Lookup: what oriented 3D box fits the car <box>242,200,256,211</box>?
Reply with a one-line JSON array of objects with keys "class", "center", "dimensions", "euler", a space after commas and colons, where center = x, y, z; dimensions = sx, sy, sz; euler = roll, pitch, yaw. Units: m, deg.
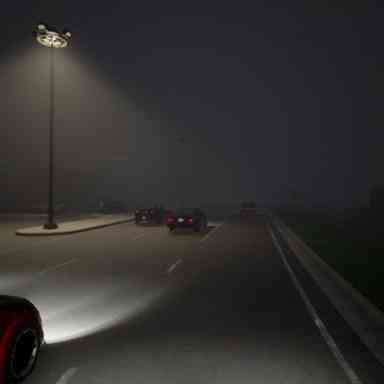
[{"class": "car", "center": [8.409, 1.929, 49.149], "dimensions": [1.994, 1.385, 4.181], "euler": [0, 0, 10]}]

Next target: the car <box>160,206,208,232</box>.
[{"class": "car", "center": [-0.196, 1.690, 21.509], "dimensions": [2.033, 1.411, 5.357], "euler": [0, 0, 11]}]

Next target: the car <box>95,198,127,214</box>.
[{"class": "car", "center": [-8.912, 1.719, 38.343], "dimensions": [1.837, 1.490, 4.892], "euler": [0, -1, 11]}]

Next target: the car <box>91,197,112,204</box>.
[{"class": "car", "center": [-11.460, 1.390, 43.511], "dimensions": [1.837, 1.490, 4.892], "euler": [0, 0, 11]}]

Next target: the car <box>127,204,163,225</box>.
[{"class": "car", "center": [-2.942, 1.650, 25.839], "dimensions": [2.128, 1.511, 4.902], "euler": [0, 0, 10]}]

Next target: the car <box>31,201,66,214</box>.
[{"class": "car", "center": [-16.144, 1.702, 37.811], "dimensions": [1.812, 1.442, 4.674], "euler": [0, -1, 11]}]

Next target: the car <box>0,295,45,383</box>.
[{"class": "car", "center": [-3.064, 1.569, 2.816], "dimensions": [1.994, 1.385, 4.181], "euler": [0, 0, 4]}]

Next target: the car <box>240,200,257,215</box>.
[{"class": "car", "center": [6.329, 1.825, 37.444], "dimensions": [2.033, 1.411, 5.357], "euler": [0, 0, 10]}]
